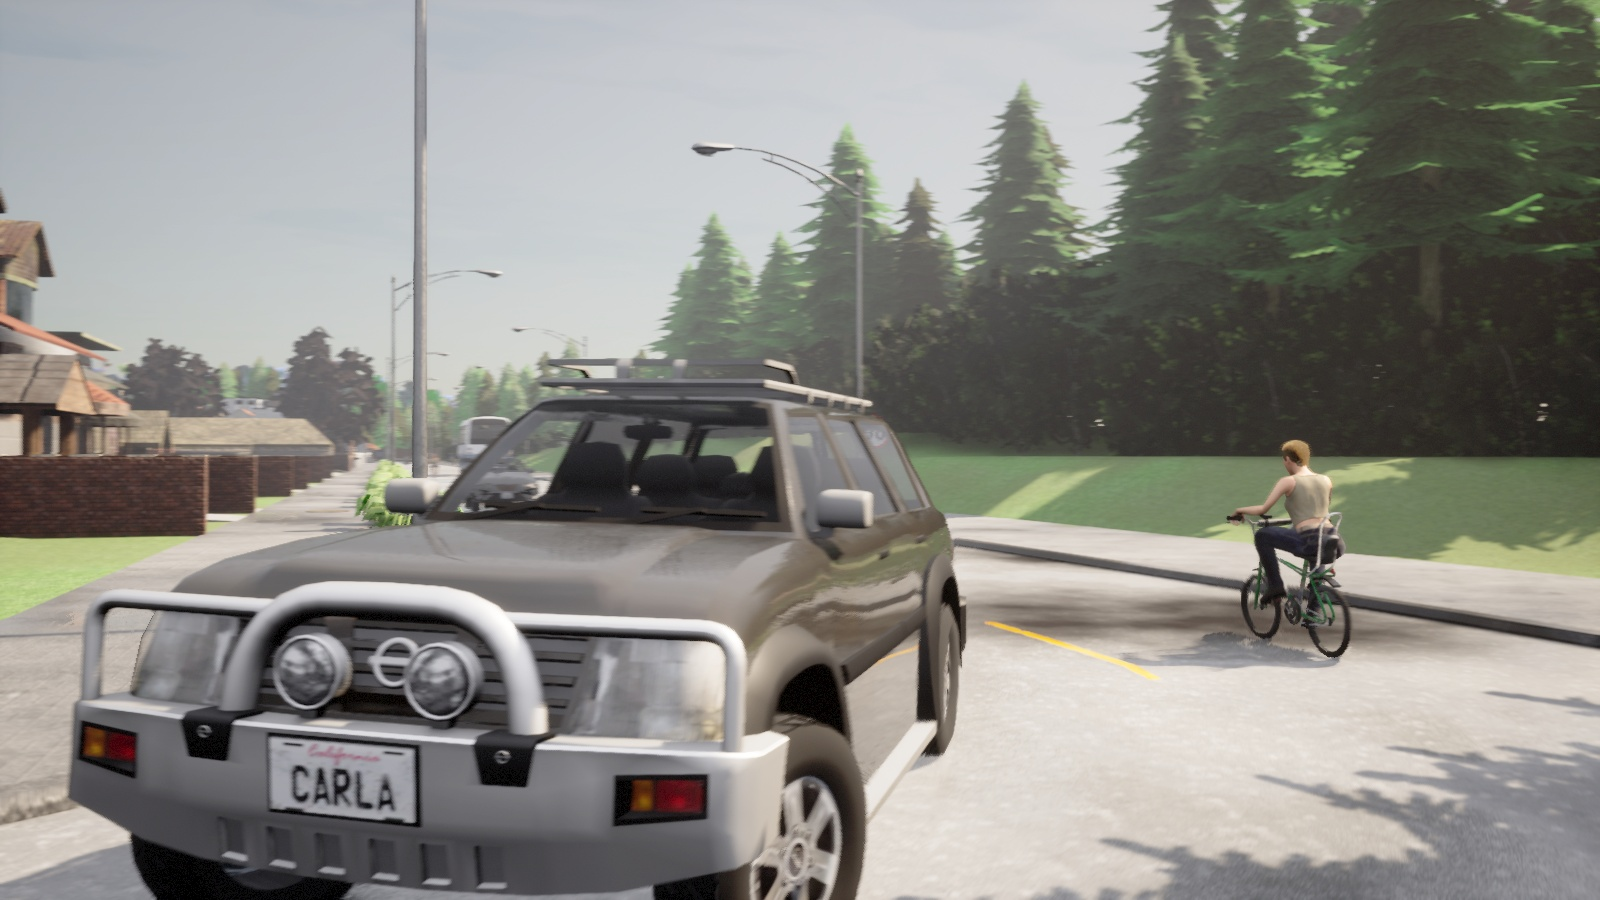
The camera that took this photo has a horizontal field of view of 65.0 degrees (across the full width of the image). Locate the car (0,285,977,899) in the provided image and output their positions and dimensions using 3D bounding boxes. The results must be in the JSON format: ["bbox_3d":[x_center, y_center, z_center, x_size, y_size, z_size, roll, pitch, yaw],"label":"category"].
[{"bbox_3d":[-0.576,0.587,5.014,1.932,1.855,4.605,1,0,15],"label":"car"}]

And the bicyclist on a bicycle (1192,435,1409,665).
[{"bbox_3d":[3.819,0.713,9.733,0.866,1.612,1.509,-2,0,-9],"label":"bicyclist on a bicycle"}]

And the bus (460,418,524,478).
[{"bbox_3d":[-23.389,-0.116,94.816,3.944,4.253,10.273,0,0,-18],"label":"bus"}]
